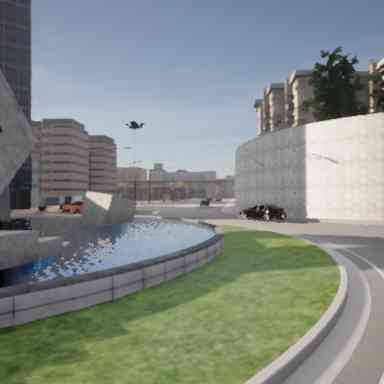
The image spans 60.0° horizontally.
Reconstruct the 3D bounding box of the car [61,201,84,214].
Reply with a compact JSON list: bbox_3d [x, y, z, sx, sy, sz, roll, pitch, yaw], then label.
[{"bbox_3d":[-14.001,1.949,41.302,2.097,1.767,4.553,-1,-1,24],"label":"car"}]

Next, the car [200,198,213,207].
[{"bbox_3d":[2.766,2.299,69.421,1.837,1.490,4.892,-1,-1,8],"label":"car"}]

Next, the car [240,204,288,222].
[{"bbox_3d":[6.324,1.809,29.902,1.837,1.490,4.892,0,-1,-33],"label":"car"}]
